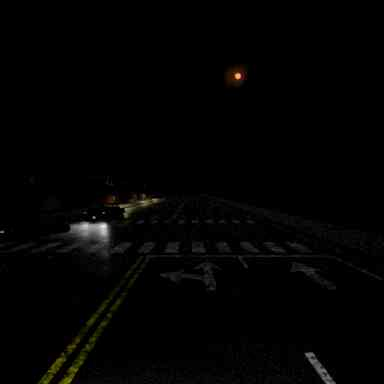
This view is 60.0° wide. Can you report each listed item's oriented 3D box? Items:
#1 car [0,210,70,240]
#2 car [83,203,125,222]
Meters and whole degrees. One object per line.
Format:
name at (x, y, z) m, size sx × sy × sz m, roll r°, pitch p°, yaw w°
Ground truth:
car at (-8.580, 1.552, 15.510) m, size 5.357 × 1.411 × 2.033 m, roll 0°, pitch 0°, yaw -33°
car at (-6.980, 1.596, 26.776) m, size 1.895 × 1.301 × 4.718 m, roll 0°, pitch 0°, yaw 7°
